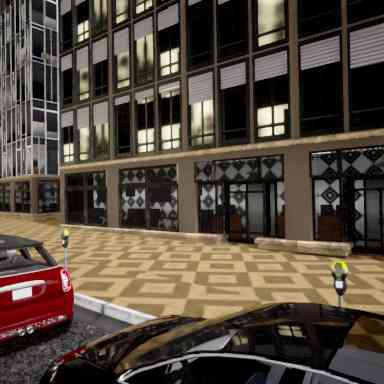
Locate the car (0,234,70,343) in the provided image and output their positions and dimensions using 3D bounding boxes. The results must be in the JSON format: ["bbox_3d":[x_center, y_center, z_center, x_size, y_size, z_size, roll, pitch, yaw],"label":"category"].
[{"bbox_3d":[-3.910,1.442,5.818,4.097,1.590,1.967,0,-1,37],"label":"car"}]

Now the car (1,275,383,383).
[{"bbox_3d":[0.664,1.566,2.438,4.313,1.339,1.947,0,-1,36],"label":"car"}]
